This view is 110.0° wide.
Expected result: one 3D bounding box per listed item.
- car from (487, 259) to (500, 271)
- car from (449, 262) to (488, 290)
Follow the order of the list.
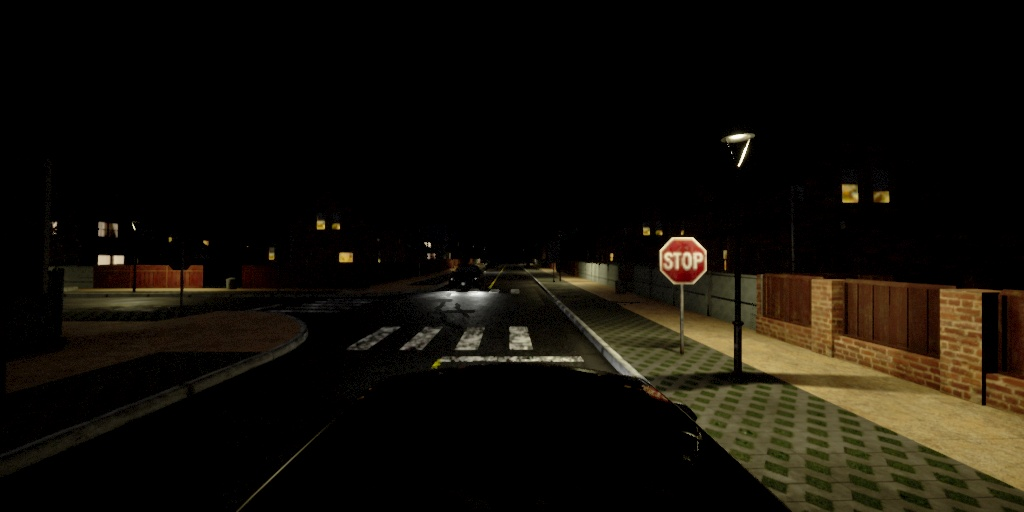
[{"bbox_3d":[-2.802,1.211,50.514,1.837,1.490,4.892,0,0,0],"label":"car"},{"bbox_3d":[-2.771,1.301,22.671,1.812,1.442,4.674,0,0,0],"label":"car"}]
